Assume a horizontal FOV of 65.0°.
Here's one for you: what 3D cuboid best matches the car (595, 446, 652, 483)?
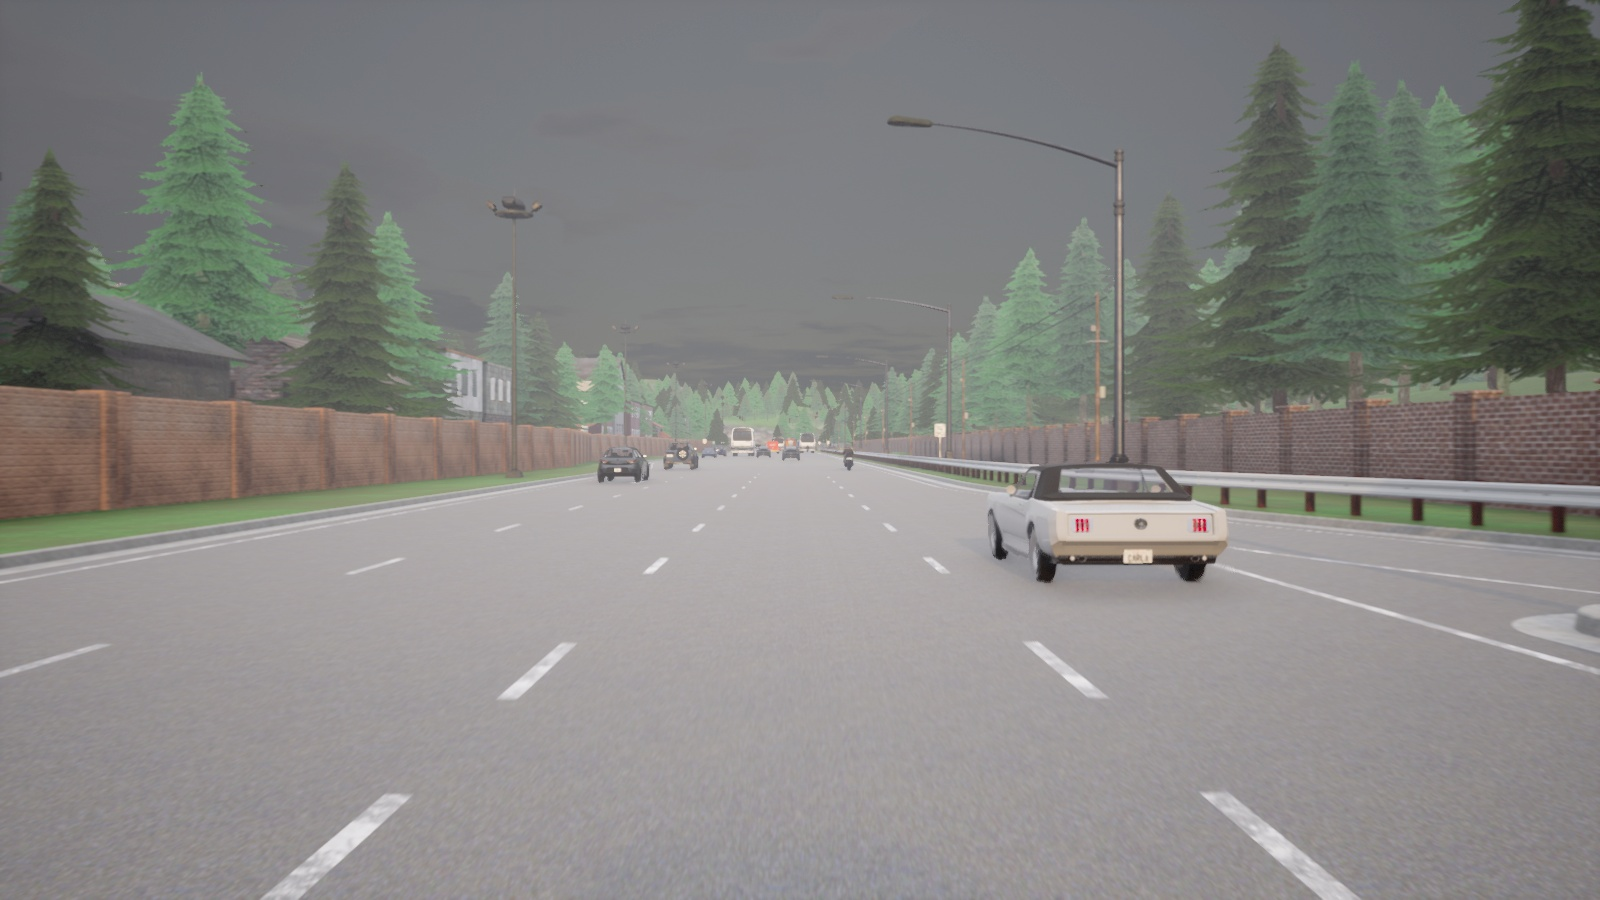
[{"bbox_3d":[-7.331,0.586,52.485,1.816,1.474,4.193,0,0,0],"label":"car"}]

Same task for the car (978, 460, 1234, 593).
[{"bbox_3d":[3.456,0.801,15.146,1.895,1.301,4.718,0,0,-1],"label":"car"}]

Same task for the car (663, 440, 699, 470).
[{"bbox_3d":[-7.541,0.300,80.008,1.932,1.855,4.605,0,0,0],"label":"car"}]
